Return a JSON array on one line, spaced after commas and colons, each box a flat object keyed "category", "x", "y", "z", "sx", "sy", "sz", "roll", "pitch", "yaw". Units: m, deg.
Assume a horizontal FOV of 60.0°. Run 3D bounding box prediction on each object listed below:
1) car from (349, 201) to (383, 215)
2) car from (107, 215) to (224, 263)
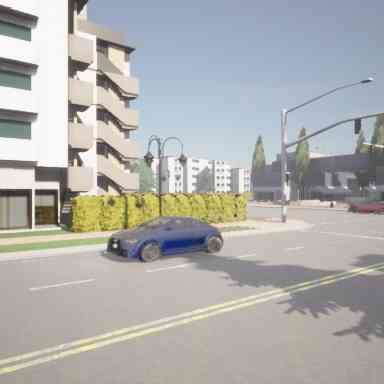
[{"category": "car", "x": 18.295, "y": 1.563, "z": 33.841, "sx": 4.181, "sy": 1.385, "sz": 1.994, "roll": 0, "pitch": 0, "yaw": 44}, {"category": "car", "x": -0.868, "y": 1.564, "z": 11.976, "sx": 4.181, "sy": 1.385, "sz": 1.994, "roll": 0, "pitch": 0, "yaw": -36}]
